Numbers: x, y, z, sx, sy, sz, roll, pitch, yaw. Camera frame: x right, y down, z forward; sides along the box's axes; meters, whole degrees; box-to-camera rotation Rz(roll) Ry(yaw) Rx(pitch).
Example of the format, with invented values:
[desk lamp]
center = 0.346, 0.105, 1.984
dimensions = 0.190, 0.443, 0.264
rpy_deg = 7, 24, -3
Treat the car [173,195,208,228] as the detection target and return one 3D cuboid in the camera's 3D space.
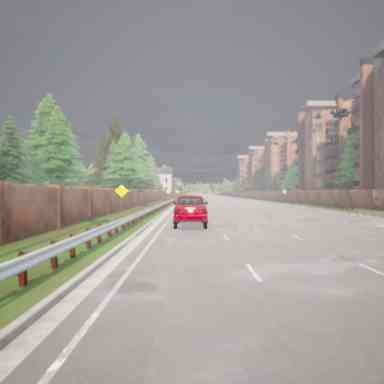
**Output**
[car]
center = -0.098, 1.221, 22.315
dimensions = 2.150, 2.045, 5.566
rpy_deg = 0, 0, 0
